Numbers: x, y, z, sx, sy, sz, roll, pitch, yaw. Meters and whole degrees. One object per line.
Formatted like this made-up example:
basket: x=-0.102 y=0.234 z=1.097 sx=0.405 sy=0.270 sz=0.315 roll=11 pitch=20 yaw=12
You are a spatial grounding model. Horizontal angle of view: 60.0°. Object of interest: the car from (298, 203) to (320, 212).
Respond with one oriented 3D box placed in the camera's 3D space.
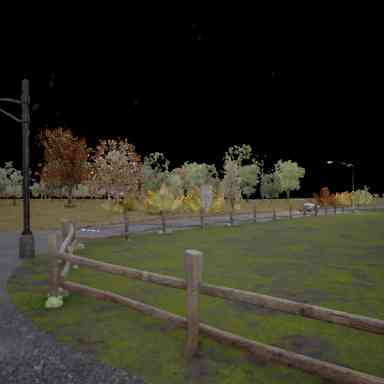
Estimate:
car: x=18.790 y=2.457 z=53.015 sx=2.033 sy=1.411 sz=5.357 roll=-1 pitch=-2 yaw=40
